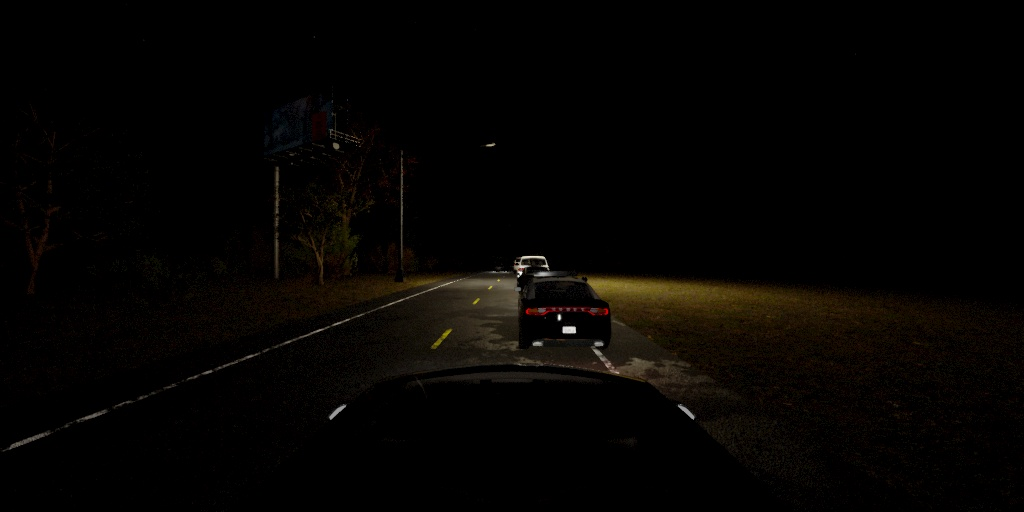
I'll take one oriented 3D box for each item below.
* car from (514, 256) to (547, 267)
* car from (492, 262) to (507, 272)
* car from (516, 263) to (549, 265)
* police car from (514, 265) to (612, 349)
[{"bbox_3d":[1.446,1.044,25.151,2.150,2.045,5.566,0,0,2],"label":"car"},{"bbox_3d":[-1.750,1.558,52.342,1.812,1.442,4.674,0,-1,4],"label":"car"},{"bbox_3d":[1.277,1.296,19.142,1.837,1.490,4.892,0,0,1],"label":"car"},{"bbox_3d":[1.100,1.184,9.286,1.930,1.638,5.238,0,0,1],"label":"police car"}]
